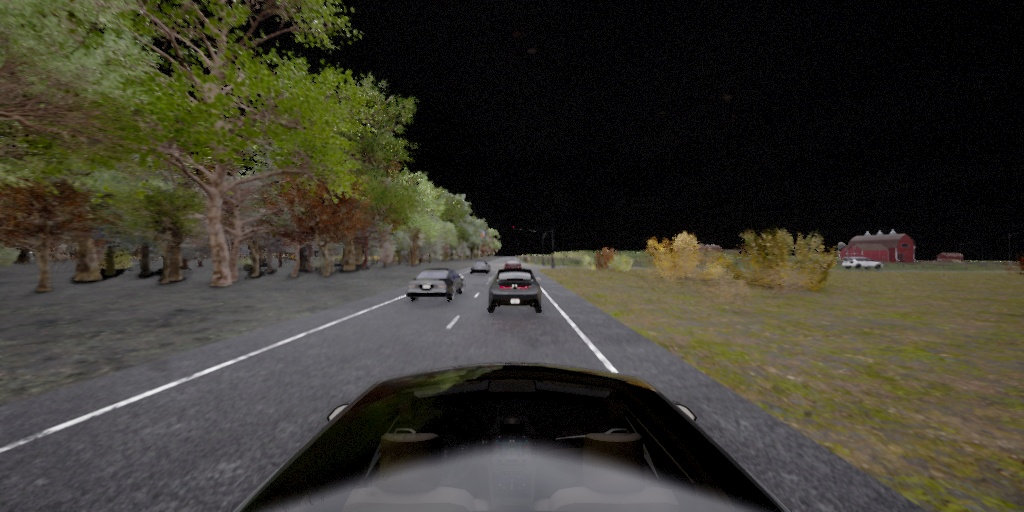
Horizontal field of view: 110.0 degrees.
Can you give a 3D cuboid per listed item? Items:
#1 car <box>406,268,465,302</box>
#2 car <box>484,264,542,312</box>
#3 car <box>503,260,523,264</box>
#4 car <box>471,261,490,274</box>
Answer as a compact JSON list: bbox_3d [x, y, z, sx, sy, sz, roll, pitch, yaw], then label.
[{"bbox_3d":[-3.400,1.256,16.757,2.033,1.411,5.357,0,0,0],"label":"car"},{"bbox_3d":[0.100,1.221,13.917,1.837,1.490,4.892,0,0,0],"label":"car"},{"bbox_3d":[0.100,1.122,38.120,1.882,1.535,5.008,0,0,0],"label":"car"},{"bbox_3d":[-3.401,1.204,39.375,1.994,1.385,4.181,0,0,0],"label":"car"}]
